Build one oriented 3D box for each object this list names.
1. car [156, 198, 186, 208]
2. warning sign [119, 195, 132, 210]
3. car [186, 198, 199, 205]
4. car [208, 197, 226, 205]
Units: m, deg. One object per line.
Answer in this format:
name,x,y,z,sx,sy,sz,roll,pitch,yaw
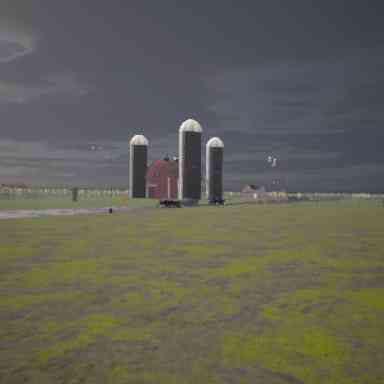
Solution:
car,-3.732,1.721,53.963,2.128,1.511,4.902,1,0,36
warning sign,-8.288,1.306,41.509,1.300,1.860,1.060,1,1,36
car,-0.748,1.854,64.130,2.033,1.411,5.357,1,0,36
car,5.011,1.832,66.152,1.837,1.490,4.892,1,0,36
